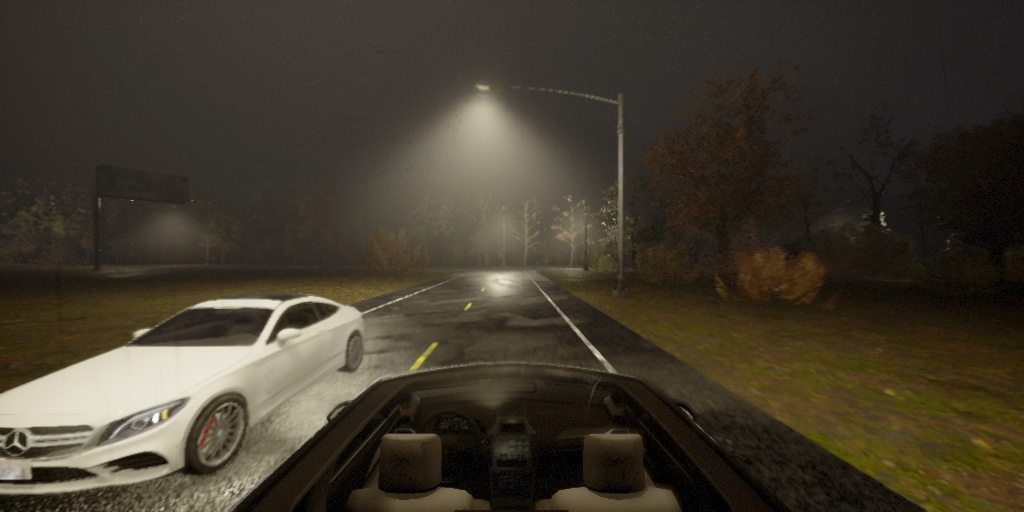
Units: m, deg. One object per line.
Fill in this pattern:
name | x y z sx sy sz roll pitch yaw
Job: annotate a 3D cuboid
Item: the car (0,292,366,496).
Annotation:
car | -3.601 1.281 4.904 1.812 1.442 4.674 0 0 0
